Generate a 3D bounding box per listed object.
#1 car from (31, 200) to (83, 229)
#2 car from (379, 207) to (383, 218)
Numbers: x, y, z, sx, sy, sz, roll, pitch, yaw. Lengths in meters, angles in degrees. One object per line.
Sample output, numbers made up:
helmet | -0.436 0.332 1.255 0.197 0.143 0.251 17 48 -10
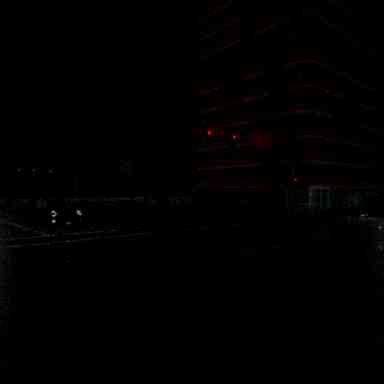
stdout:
car | -8.828 1.298 21.622 2.097 1.767 4.553 0 0 -40
car | 18.271 1.525 29.456 4.674 1.442 1.812 0 0 -41
